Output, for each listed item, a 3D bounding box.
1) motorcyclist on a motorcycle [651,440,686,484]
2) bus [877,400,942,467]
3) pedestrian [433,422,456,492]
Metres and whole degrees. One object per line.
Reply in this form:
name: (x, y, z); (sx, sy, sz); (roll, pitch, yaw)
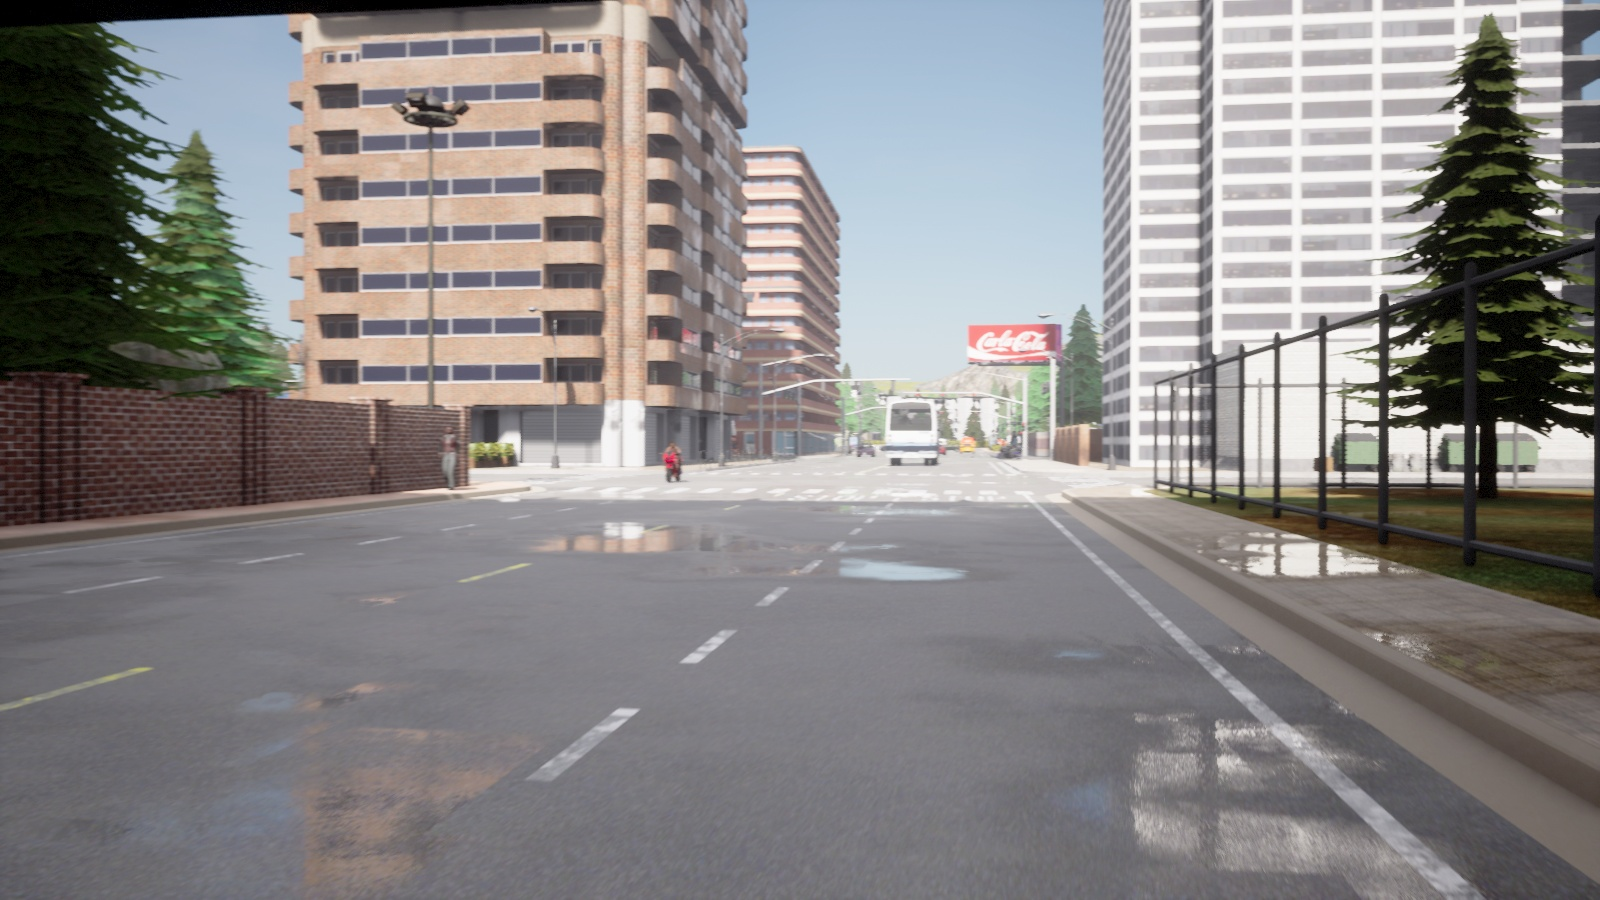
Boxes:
motorcyclist on a motorcycle: (-4.746, 0.419, 45.441); (0.797, 1.523, 2.044); (0, 0, 7)
bus: (7.571, -1.097, 85.400); (3.944, 4.253, 10.273); (0, 0, 7)
pedestrian: (-9.784, 0.186, 34.567); (0.402, 1.930, 0.666); (0, 0, 6)
